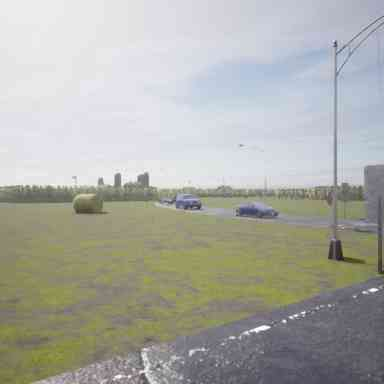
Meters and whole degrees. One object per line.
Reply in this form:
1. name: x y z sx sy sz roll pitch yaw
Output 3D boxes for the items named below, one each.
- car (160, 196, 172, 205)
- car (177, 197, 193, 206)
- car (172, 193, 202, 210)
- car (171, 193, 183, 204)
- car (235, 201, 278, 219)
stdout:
1. car: -4.699 1.547 59.507 2.033 1.411 5.357 -1 0 -11
2. car: -1.265 1.585 56.804 1.812 1.442 4.674 -1 0 -12
3. car: -0.520 1.296 44.215 2.150 2.045 5.566 -1 0 -20
4. car: -3.041 1.297 66.977 2.150 2.045 5.566 0 0 -6
5. car: 5.733 1.568 30.138 1.812 1.442 4.674 -1 0 -28
